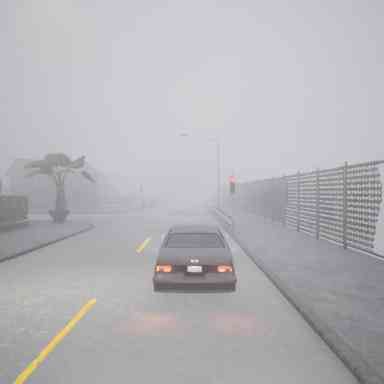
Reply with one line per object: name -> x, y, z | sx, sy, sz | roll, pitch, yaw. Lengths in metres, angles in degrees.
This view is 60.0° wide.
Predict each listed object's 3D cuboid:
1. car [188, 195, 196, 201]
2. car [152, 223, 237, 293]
car -> 0.083, 1.552, 86.644 | 1.994, 1.385, 4.181 | 0, 0, 0
car -> 0.072, 1.547, 8.994 | 2.033, 1.411, 5.357 | 0, 0, 1
